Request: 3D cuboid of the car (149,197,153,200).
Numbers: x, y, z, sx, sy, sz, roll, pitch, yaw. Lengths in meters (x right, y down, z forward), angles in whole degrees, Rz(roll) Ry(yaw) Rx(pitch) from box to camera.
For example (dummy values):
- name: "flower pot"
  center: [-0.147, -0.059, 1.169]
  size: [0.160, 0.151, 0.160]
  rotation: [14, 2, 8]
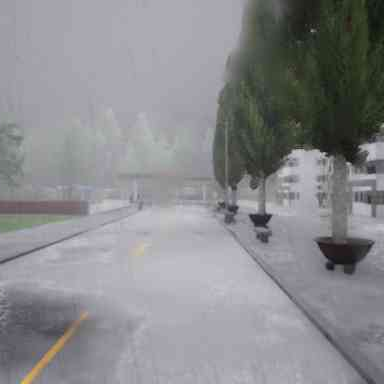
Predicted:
- name: "car"
  center: [-8.947, 1.560, 84.137]
  size: [3.633, 1.501, 1.845]
  rotation: [0, 0, 0]

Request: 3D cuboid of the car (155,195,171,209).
- name: "car"
  center: [-3.990, 1.589, 47.000]
  size: [1.837, 1.490, 4.892]
  rotation: [0, -1, 0]
